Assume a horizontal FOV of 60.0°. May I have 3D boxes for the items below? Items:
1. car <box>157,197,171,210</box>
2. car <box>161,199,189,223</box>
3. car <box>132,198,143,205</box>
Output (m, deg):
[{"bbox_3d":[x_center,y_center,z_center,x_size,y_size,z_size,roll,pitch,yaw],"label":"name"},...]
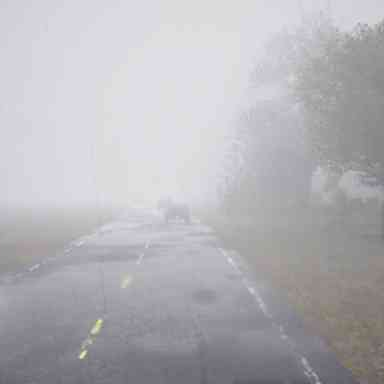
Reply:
[{"bbox_3d":[-3.602,1.414,44.512,2.097,1.767,4.553,0,0,-9],"label":"car"},{"bbox_3d":[-1.266,1.544,26.279,1.837,1.490,4.892,0,0,-6],"label":"car"},{"bbox_3d":[-10.141,1.688,62.165,1.895,1.301,4.718,0,0,-12],"label":"car"}]
